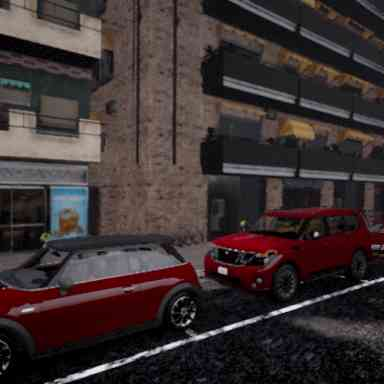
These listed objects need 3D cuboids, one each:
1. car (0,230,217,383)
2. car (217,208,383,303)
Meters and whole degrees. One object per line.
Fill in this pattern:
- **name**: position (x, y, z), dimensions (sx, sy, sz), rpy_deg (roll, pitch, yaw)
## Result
- **car**: position (-1.859, 1.462, 5.237), dimensions (4.097, 1.590, 1.967), rpy_deg (0, 0, -36)
- **car**: position (2.692, 1.368, 8.564), dimensions (5.009, 1.841, 2.192), rpy_deg (0, 0, -36)
